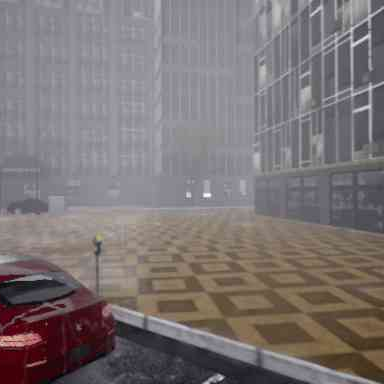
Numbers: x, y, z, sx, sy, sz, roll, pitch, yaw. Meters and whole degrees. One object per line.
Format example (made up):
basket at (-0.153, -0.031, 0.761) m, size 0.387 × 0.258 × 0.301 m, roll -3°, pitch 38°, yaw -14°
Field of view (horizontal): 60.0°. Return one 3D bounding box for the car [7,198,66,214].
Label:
car at (-14.022, 1.307, 30.237) m, size 4.892 × 1.490 × 1.837 m, roll 0°, pitch 0°, yaw -14°

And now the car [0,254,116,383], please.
car at (-2.888, 1.577, 4.788) m, size 4.206 × 1.307 × 1.802 m, roll 0°, pitch 0°, yaw 36°
